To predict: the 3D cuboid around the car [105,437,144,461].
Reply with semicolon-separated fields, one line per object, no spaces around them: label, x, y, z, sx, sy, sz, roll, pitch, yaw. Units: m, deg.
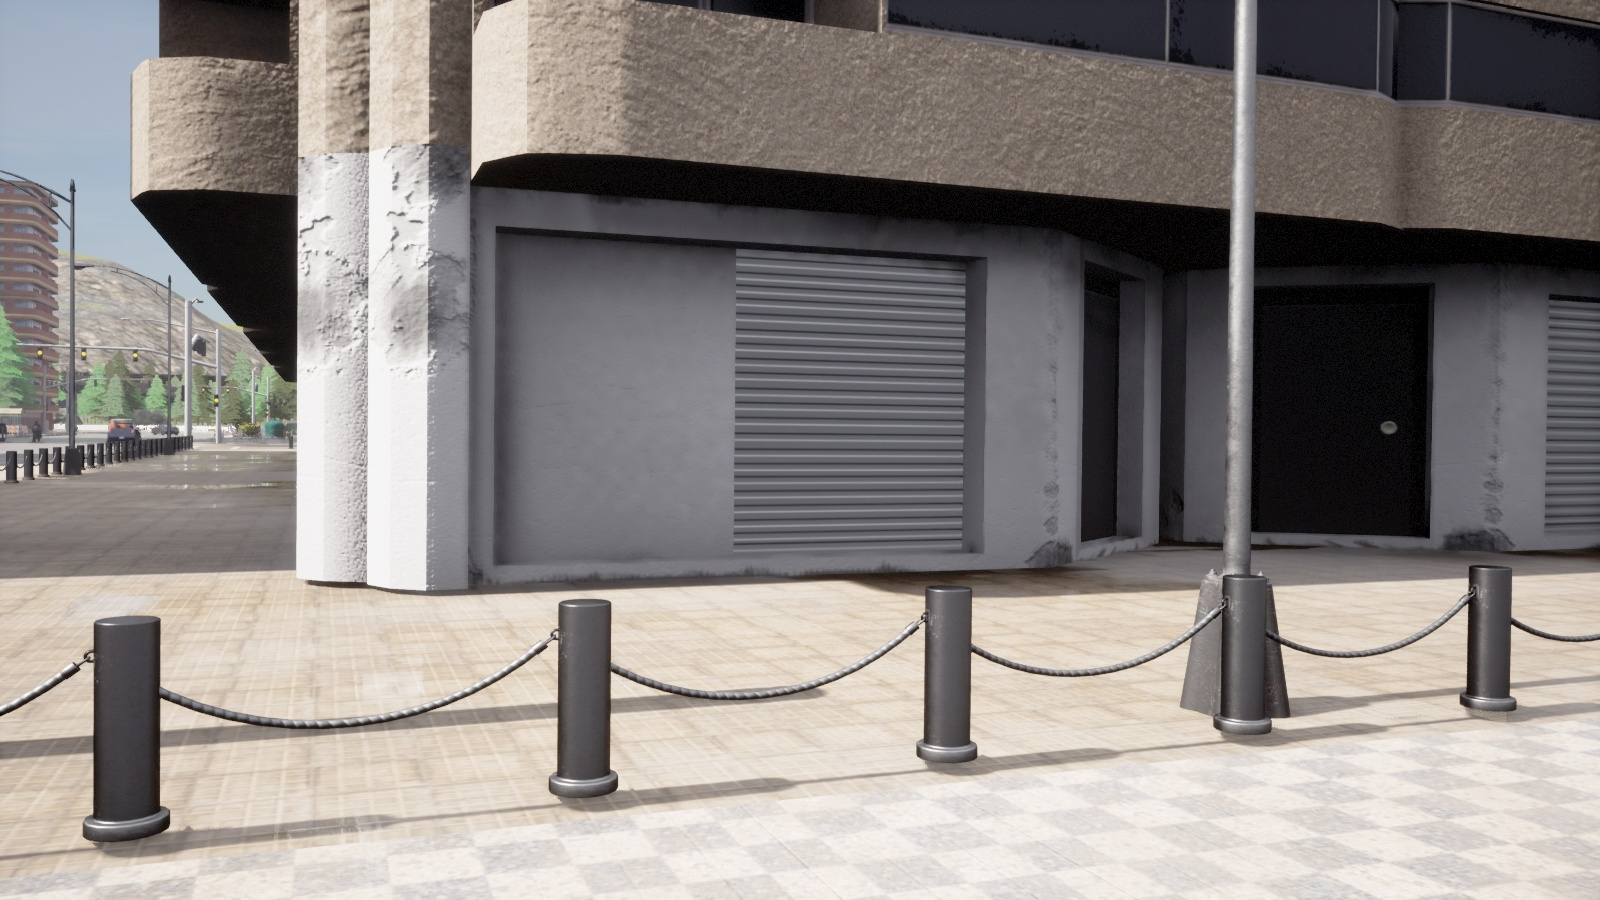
car;-43.883;-0.083;81.633;1.845;1.501;3.633;-1;1;-22
